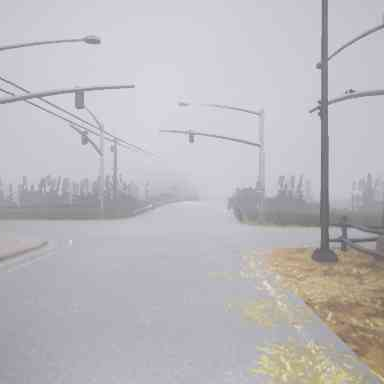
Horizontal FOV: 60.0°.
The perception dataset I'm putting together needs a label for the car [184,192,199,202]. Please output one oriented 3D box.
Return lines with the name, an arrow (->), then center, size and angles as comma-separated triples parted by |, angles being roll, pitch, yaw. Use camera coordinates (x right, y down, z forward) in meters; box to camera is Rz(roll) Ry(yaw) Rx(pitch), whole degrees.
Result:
car -> -0.026, 0.758, 51.444 | 1.994, 1.385, 4.181 | 0, -1, 8
